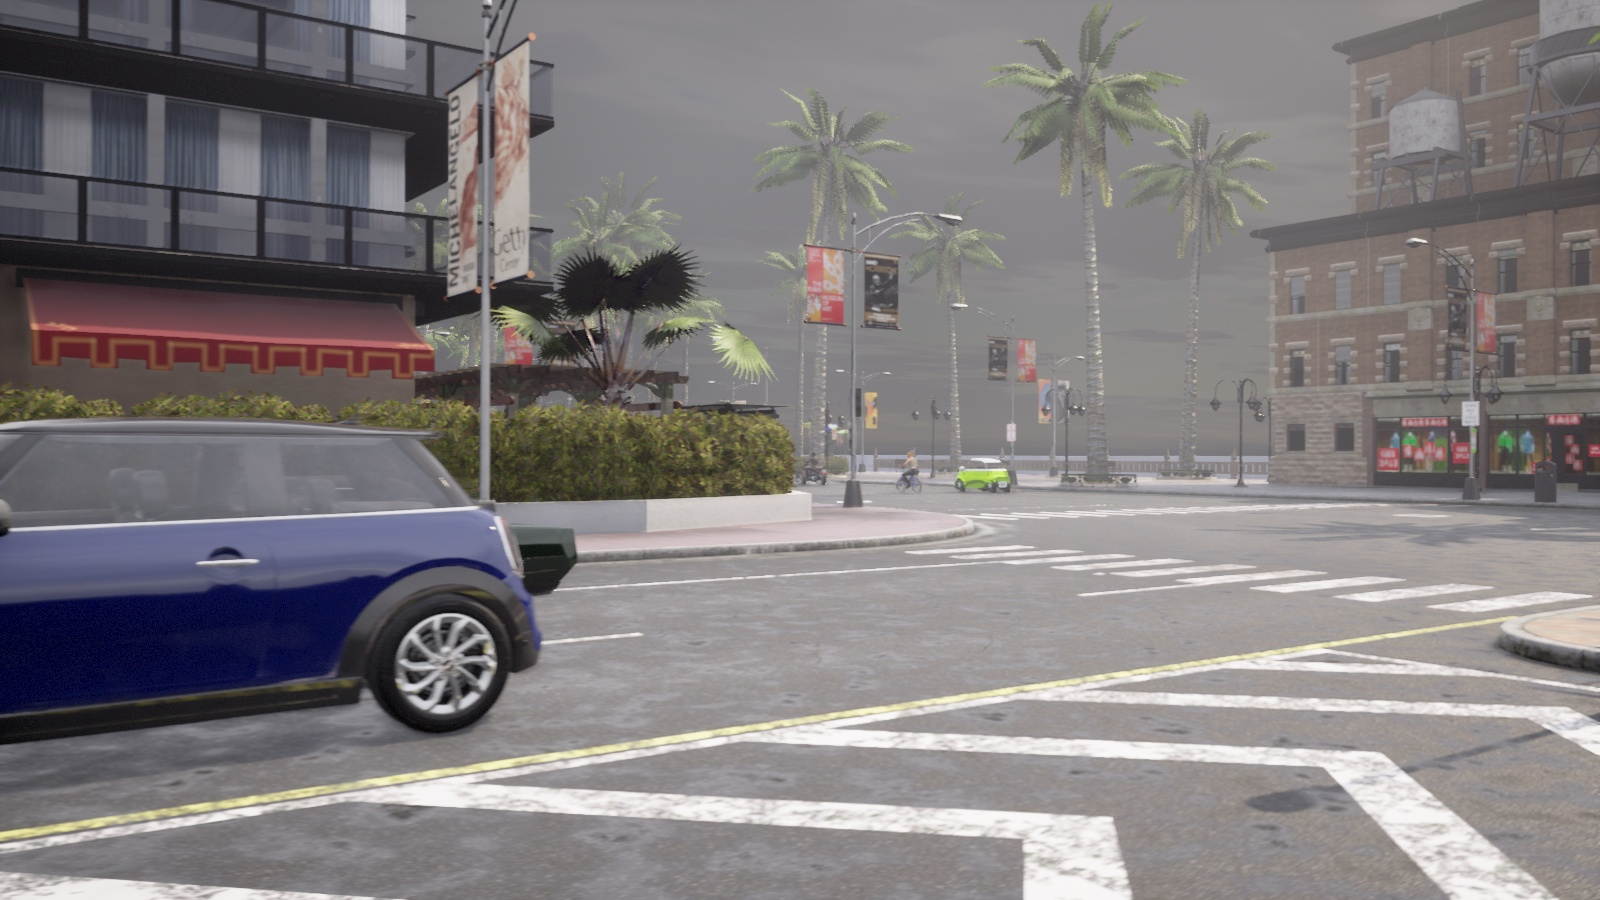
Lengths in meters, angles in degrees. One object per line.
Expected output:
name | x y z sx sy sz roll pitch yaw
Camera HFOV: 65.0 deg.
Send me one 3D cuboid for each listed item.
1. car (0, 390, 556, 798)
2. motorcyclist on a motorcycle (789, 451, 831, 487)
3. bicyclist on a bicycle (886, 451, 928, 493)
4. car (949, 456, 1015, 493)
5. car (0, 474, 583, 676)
car | -3.814 0.628 6.489 4.553 1.767 2.097 0 0 -35
motorcyclist on a motorcycle | 0.462 0.896 59.885 0.766 1.649 2.350 0 0 -34
bicyclist on a bicycle | 4.104 0.841 48.345 0.866 1.612 1.509 0 0 -34
car | 7.241 0.961 49.966 1.481 1.376 2.207 0 0 -34
car | -4.371 0.883 10.363 4.718 1.301 1.895 0 0 -35
